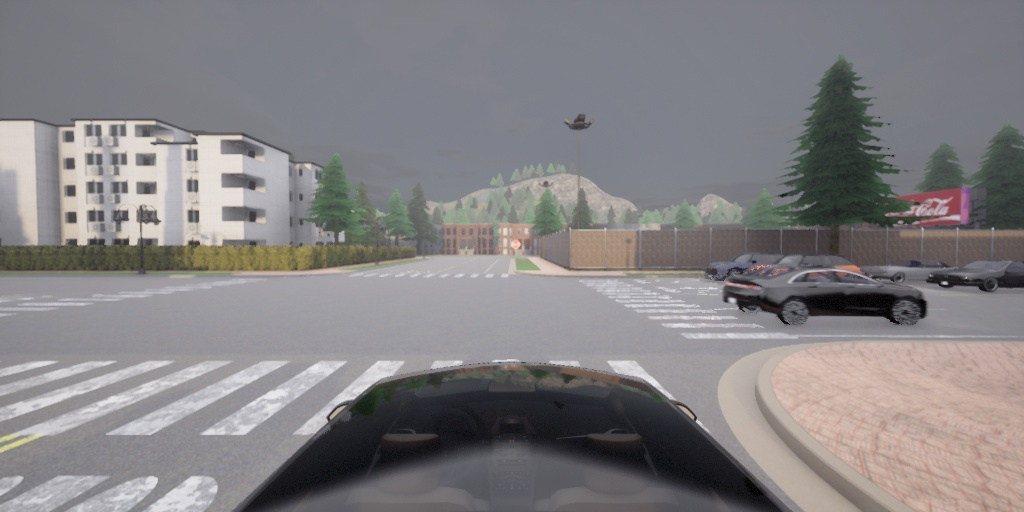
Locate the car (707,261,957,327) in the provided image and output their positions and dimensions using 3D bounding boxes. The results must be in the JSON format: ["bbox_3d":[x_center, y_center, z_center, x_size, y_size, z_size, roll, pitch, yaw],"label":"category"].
[{"bbox_3d":[8.521,1.017,9.952,4.902,1.511,2.128,0,1,-1],"label":"car"}]

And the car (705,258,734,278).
[{"bbox_3d":[13.553,0.593,20.410,4.553,1.767,2.097,0,2,1],"label":"car"}]

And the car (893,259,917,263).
[{"bbox_3d":[22.542,0.847,20.304,4.718,1.301,1.895,0,2,1],"label":"car"}]

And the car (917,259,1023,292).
[{"bbox_3d":[22.982,0.889,16.802,5.357,1.411,2.033,0,2,1],"label":"car"}]

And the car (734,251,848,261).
[{"bbox_3d":[13.513,0.689,16.912,4.553,1.767,2.097,0,2,1],"label":"car"}]
